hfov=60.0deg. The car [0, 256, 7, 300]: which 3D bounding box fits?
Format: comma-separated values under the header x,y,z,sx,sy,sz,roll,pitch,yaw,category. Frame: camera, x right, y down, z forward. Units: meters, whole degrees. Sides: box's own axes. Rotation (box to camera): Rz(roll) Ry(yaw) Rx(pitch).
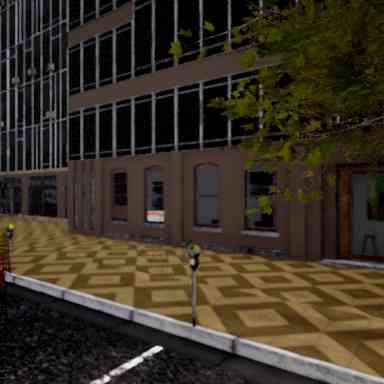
x,y,z,sx,sy,sz,roll,pitch,yaw,category
-5.696,1.429,6.939,4.097,1.590,1.967,0,0,35,car
